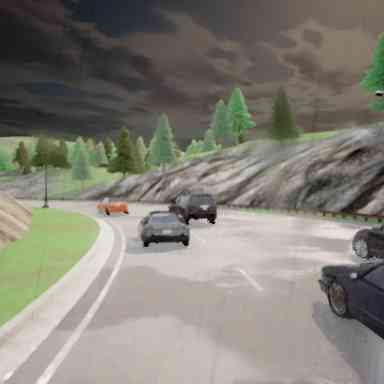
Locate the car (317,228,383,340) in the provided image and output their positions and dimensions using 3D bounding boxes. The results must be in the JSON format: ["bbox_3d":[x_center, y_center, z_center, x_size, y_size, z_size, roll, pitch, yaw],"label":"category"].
[{"bbox_3d":[3.500,1.523,4.242,2.033,1.411,5.357,0,0,-2],"label":"car"}]

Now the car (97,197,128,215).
[{"bbox_3d":[-7.772,1.253,32.278,2.097,1.767,4.553,0,0,-28],"label":"car"}]

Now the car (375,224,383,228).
[{"bbox_3d":[6.571,1.453,9.479,1.837,1.490,4.892,0,0,-6],"label":"car"}]

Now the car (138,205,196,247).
[{"bbox_3d":[-1.349,1.512,14.968,1.994,1.385,4.181,0,0,-11],"label":"car"}]

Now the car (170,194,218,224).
[{"bbox_3d":[-0.045,1.134,23.621,2.150,2.045,5.566,0,0,-19],"label":"car"}]
